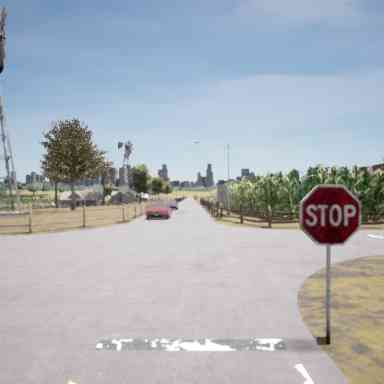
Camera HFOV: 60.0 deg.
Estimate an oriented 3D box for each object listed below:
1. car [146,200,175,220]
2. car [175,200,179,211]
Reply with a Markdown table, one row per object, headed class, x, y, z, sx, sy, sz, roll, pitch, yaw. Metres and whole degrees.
| class | x | y | z | sx | sy | sz | roll | pitch | yaw |
| --- | --- | --- | --- | --- | --- | --- | --- | --- | --- |
| car | -2.818 | 1.584 | 28.876 | 1.882 | 1.535 | 5.008 | 0 | 0 | 0 |
| car | -2.859 | 1.838 | 46.995 | 2.033 | 1.411 | 5.357 | 0 | -1 | 0 |
